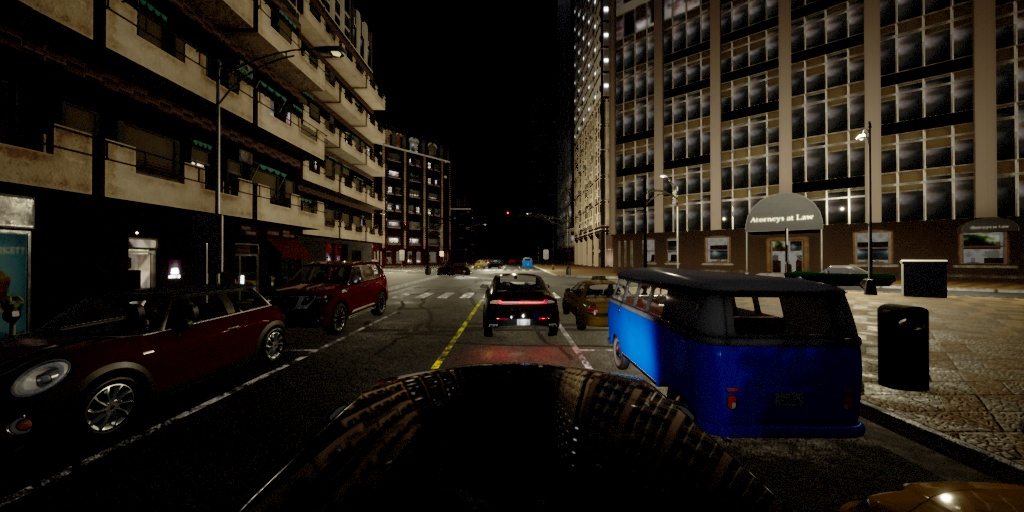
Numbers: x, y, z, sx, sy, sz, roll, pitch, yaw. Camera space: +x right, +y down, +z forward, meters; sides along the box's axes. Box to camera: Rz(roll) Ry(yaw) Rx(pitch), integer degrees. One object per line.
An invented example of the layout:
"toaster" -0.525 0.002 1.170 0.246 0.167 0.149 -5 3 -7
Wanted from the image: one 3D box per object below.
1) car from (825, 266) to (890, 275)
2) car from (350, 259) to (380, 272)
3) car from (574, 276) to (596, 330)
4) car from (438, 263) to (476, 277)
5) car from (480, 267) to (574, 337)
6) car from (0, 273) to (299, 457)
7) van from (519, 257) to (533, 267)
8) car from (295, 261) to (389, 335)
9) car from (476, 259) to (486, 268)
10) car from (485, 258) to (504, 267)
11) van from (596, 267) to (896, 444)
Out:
"car" 18.306 1.194 20.426 4.718 1.301 1.895 -1 -1 40
"car" -20.396 1.308 49.710 4.553 1.767 2.097 -1 -1 41
"car" 2.564 1.278 10.877 1.751 1.417 4.829 0 0 0
"car" -5.840 1.350 36.276 1.994 1.385 4.181 0 -1 -38
"car" 0.132 1.244 10.312 2.128 1.511 4.902 0 0 -3
"car" -5.315 1.191 5.164 1.967 1.591 4.097 0 0 0
"van" 2.558 1.167 59.700 1.690 1.789 3.998 0 0 0
"car" -5.316 1.068 10.700 2.192 1.841 5.009 0 0 0
"car" -5.322 1.351 59.529 1.751 1.417 4.829 0 0 0
"car" -2.824 1.425 58.789 1.895 1.301 4.718 0 0 2
"van" 2.565 1.092 5.171 1.690 1.789 3.998 0 0 0
